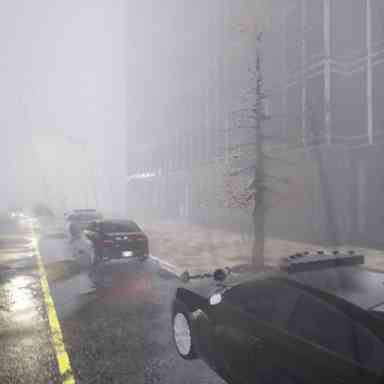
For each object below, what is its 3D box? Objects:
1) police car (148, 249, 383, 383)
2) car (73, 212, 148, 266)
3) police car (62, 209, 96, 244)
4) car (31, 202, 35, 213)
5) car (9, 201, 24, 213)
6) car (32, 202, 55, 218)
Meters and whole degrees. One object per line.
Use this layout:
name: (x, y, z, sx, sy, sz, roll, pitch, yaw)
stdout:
police car: (1.348, 1.497, 3.745, 1.930, 1.638, 5.238, 1, -1, -27)
car: (-3.112, 1.730, 12.570, 1.837, 1.490, 4.892, 1, -1, -27)
police car: (-5.867, 1.745, 18.024, 1.930, 1.638, 5.238, 1, -1, -27)
car: (-22.414, 2.203, 48.781, 2.097, 1.767, 4.553, 1, -1, -27)
car: (-27.364, 2.394, 51.922, 2.128, 1.511, 4.902, 1, -1, -27)
car: (-16.894, 2.189, 37.921, 1.812, 1.442, 4.674, 1, -1, -27)
